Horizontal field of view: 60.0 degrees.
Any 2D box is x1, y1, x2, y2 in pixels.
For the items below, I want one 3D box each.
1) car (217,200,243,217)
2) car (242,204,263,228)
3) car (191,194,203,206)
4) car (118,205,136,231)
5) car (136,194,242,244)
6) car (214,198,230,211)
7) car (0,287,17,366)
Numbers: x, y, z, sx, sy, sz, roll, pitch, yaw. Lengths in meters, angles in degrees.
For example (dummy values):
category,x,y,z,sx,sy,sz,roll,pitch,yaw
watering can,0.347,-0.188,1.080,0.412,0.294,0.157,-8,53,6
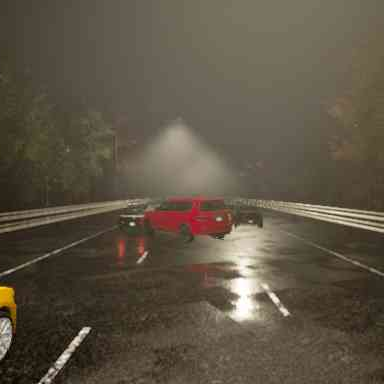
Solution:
category,x,y,z,sx,sy,sz,roll,pitch,yaw
car,3.763,1.605,33.742,2.128,1.511,4.902,0,0,1
car,3.619,1.582,22.787,1.837,1.490,4.892,0,0,1
car,0.933,1.413,61.037,2.150,2.045,5.566,0,-1,2
car,-3.293,1.563,20.904,2.128,1.511,4.902,0,0,1
car,-0.407,1.279,16.628,2.150,2.045,5.566,-1,1,-37
car,3.964,1.626,44.695,1.882,1.535,5.008,0,0,1
car,-3.393,1.487,2.686,1.882,1.535,5.008,0,0,0
